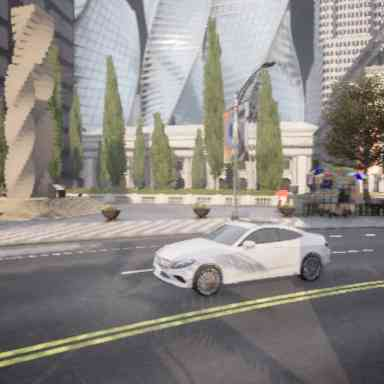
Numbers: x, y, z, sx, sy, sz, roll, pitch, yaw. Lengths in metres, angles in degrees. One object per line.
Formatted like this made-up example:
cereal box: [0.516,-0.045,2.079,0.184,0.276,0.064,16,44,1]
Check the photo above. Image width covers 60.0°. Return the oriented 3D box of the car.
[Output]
car: [1.371,1.460,8.336,4.674,1.442,1.812,0,0,-25]
